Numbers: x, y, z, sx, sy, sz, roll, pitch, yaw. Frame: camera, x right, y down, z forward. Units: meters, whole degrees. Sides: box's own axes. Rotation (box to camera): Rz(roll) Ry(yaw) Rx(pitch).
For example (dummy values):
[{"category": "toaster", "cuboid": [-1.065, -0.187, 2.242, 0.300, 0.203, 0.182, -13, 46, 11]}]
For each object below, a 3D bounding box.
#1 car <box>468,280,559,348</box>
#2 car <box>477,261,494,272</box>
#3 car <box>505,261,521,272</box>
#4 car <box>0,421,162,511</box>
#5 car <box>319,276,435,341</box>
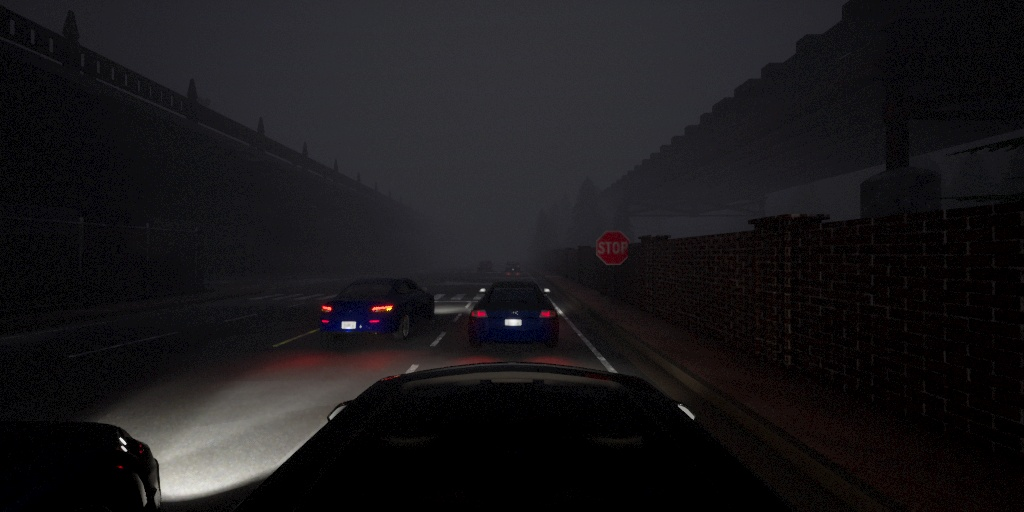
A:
[{"category": "car", "cuboid": [0.069, 1.314, 9.263, 1.994, 1.385, 4.181, 0, 0, 1]}, {"category": "car", "cuboid": [-3.399, 1.297, 45.914, 2.033, 1.411, 5.357, 0, 0, -1]}, {"category": "car", "cuboid": [0.096, 1.351, 46.082, 1.895, 1.301, 4.718, 0, 0, -1]}, {"category": "car", "cuboid": [-3.398, 1.314, 0.690, 1.994, 1.385, 4.181, 0, 0, 0]}, {"category": "car", "cuboid": [-3.413, 1.276, 9.786, 1.812, 1.442, 4.674, 0, 0, 0]}]
